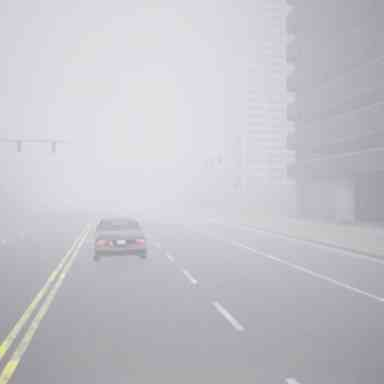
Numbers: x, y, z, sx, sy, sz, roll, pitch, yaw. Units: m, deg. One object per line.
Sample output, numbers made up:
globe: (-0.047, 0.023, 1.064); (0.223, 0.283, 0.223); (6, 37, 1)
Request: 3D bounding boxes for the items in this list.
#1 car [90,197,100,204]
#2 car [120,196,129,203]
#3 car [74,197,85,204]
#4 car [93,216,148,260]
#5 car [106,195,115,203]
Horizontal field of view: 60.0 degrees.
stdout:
car: (-22.645, 2.061, 77.967); (1.837, 1.490, 4.892); (0, 0, -14)
car: (-17.704, 1.963, 87.088); (2.097, 1.767, 4.553); (0, 0, -14)
car: (-26.049, 1.915, 77.150); (2.097, 1.767, 4.553); (0, 0, -14)
car: (-2.816, 1.644, 12.910); (2.033, 1.411, 5.357); (0, 0, -14)
car: (-20.914, 1.825, 85.492); (2.150, 2.045, 5.566); (0, 0, -14)
